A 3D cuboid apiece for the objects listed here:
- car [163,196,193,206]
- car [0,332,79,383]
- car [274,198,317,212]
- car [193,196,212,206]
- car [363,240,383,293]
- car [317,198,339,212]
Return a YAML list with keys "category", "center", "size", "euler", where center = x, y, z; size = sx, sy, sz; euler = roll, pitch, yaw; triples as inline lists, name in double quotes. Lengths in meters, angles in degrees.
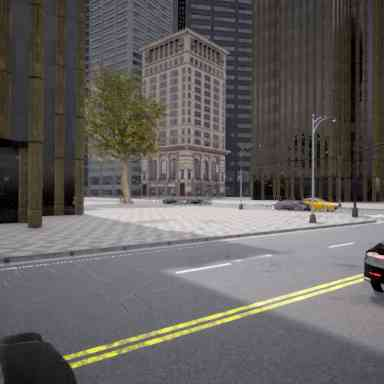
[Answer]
- category: "car"
  center: [-2.746, 1.438, 54.001]
  size: [2.128, 1.511, 4.902]
  euler: [1, 0, -42]
- category: "car"
  center: [-2.822, 1.601, 1.431]
  size: [4.718, 1.301, 1.895]
  euler: [0, 0, -35]
- category: "car"
  center: [11.329, 1.514, 37.284]
  size: [1.994, 1.385, 4.181]
  euler: [1, 0, -38]
- category: "car"
  center: [1.174, 1.471, 54.477]
  size: [2.128, 1.511, 4.902]
  euler: [1, -1, -41]
- category: "car"
  center: [5.852, 1.491, 7.604]
  size: [4.902, 1.511, 2.128]
  euler: [0, 0, -35]
- category: "car"
  center: [14.451, 1.461, 38.584]
  size: [1.882, 1.535, 5.008]
  euler: [1, 0, -38]
